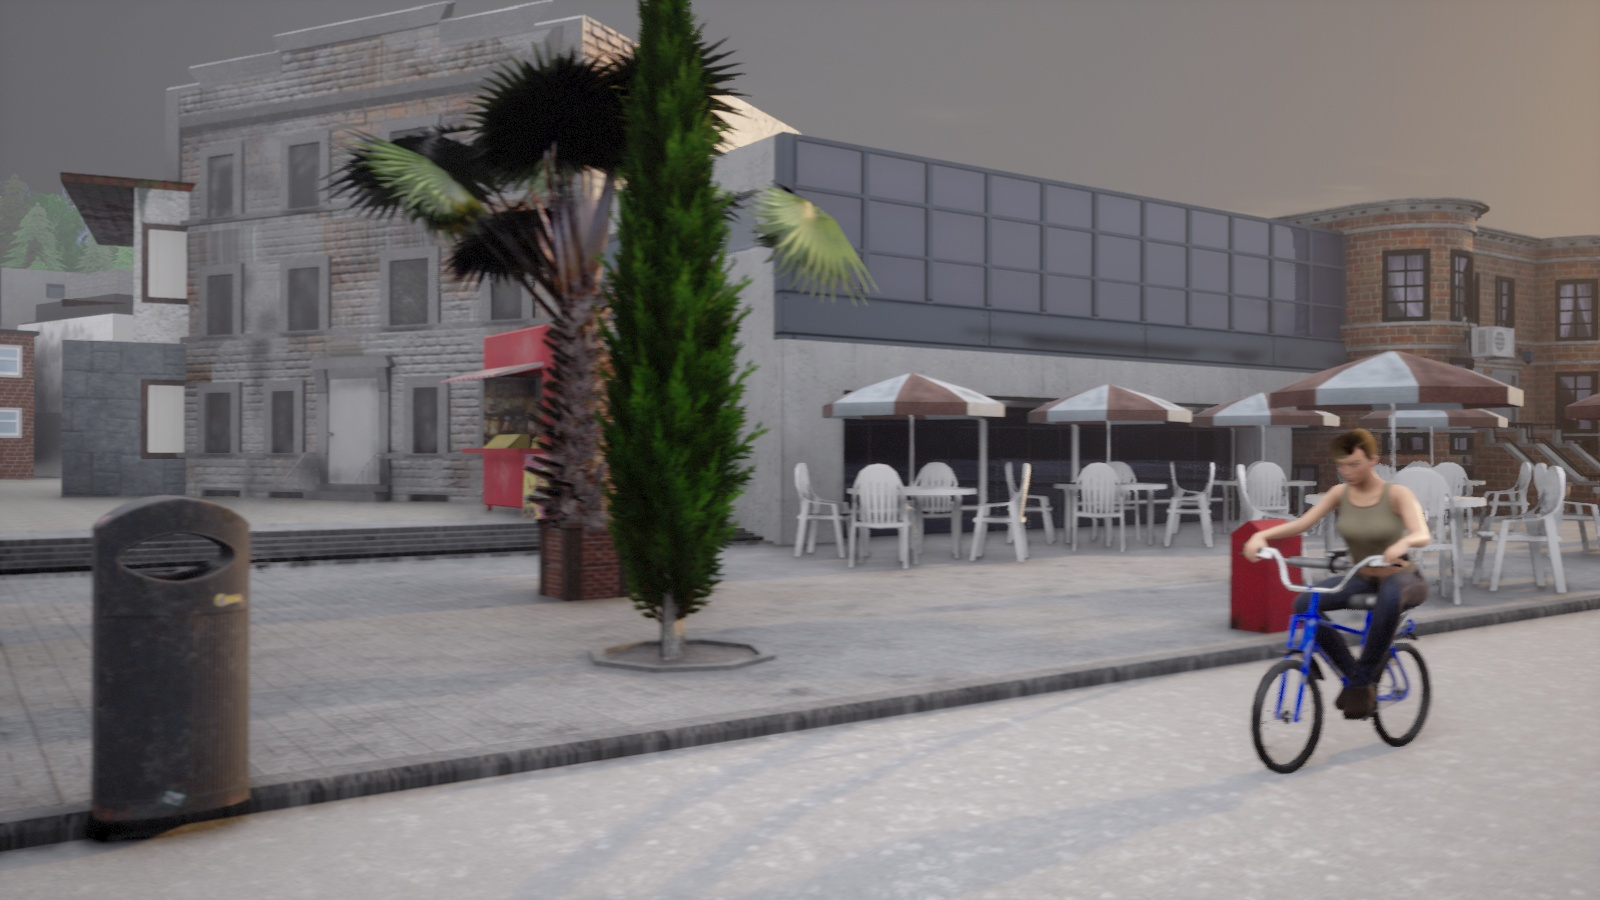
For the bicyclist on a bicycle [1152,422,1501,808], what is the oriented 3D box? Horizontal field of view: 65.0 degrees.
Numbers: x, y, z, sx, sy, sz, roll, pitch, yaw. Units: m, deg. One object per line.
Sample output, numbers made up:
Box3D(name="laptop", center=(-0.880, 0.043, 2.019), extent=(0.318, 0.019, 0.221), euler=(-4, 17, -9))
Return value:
Box3D(name="bicyclist on a bicycle", center=(2.542, 0.691, 6.038), extent=(1.509, 1.612, 0.866), euler=(0, 0, -35))
